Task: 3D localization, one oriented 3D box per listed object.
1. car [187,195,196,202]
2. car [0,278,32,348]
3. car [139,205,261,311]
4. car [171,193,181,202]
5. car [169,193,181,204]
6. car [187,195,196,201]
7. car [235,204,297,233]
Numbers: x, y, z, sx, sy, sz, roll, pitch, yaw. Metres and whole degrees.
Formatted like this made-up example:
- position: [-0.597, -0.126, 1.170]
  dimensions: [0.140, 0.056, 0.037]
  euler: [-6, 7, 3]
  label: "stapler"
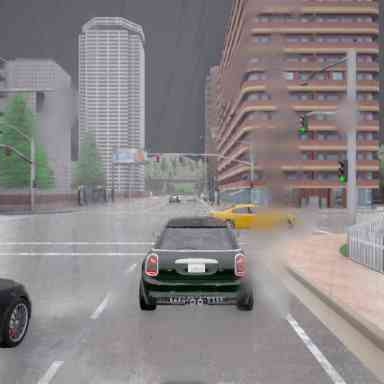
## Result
- position: [-0.144, 1.518, 76.344]
  dimensions: [1.812, 1.442, 4.674]
  euler: [0, 0, 0]
  label: "car"
- position: [-3.431, 1.526, 3.317]
  dimensions: [1.812, 1.442, 4.674]
  euler: [0, 0, 0]
  label: "car"
- position: [0.098, 1.352, 7.936]
  dimensions: [2.097, 1.767, 4.553]
  euler: [0, 0, 1]
  label: "car"
- position: [-3.643, 1.219, 76.086]
  dimensions: [2.150, 2.045, 5.566]
  euler: [0, 0, 0]
  label: "car"
- position: [-3.525, 1.491, 66.085]
  dimensions: [2.128, 1.511, 4.902]
  euler: [0, 0, 0]
  label: "car"
- position: [-0.161, 1.506, 85.343]
  dimensions: [2.128, 1.511, 4.902]
  euler: [0, 0, 0]
  label: "car"
- position: [3.368, 1.451, 18.835]
  dimensions: [5.008, 1.535, 1.882]
  euler: [0, 0, -2]
  label: "car"
